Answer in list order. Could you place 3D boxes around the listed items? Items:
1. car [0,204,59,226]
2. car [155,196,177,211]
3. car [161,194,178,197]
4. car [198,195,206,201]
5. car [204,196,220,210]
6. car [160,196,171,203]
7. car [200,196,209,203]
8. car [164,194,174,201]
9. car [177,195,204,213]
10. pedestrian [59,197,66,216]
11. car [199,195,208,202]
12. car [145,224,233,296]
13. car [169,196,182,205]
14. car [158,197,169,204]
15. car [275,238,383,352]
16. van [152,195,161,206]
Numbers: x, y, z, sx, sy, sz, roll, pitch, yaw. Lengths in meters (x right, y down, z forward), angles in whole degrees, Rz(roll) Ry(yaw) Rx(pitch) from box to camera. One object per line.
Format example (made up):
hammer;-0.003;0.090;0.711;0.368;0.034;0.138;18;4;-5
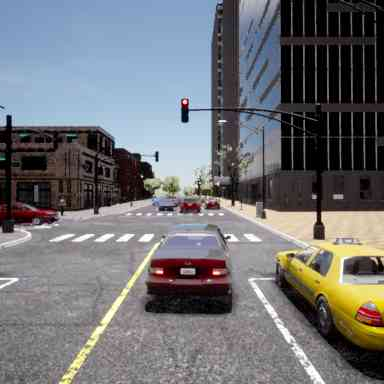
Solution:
car;-11.849;1.549;23.119;5.008;1.535;1.882;-1;-1;5
car;-3.138;1.562;41.114;2.033;1.411;5.357;0;0;-3
car;-3.113;1.371;51.013;2.097;1.767;4.553;0;0;0
car;2.670;1.580;88.410;1.887;1.381;4.507;1;0;0
car;2.687;1.456;44.131;1.967;1.590;4.097;1;0;0
car;-5.705;1.594;71.815;1.947;1.339;4.313;1;0;0
car;2.676;1.553;71.976;1.752;1.417;4.829;1;0;0
car;-5.705;1.348;82.883;2.192;1.841;5.009;1;0;0
car;-0.079;1.364;37.059;2.097;1.767;4.553;0;0;4
pedestrian;-12.556;1.369;32.120;0.375;1.860;0.375;0;0;1
car;2.674;1.556;77.510;1.752;1.417;4.829;1;0;0
car;0.072;1.550;8.803;2.033;1.411;5.357;0;0;3
car;-3.088;1.515;61.390;2.128;1.511;4.902;0;0;0
car;-5.703;1.608;66.280;1.802;1.307;4.206;1;0;0
car;2.836;1.527;6.353;1.752;1.417;4.829;1;0;0
van;-5.696;1.362;55.212;1.690;1.788;3.998;1;0;0
